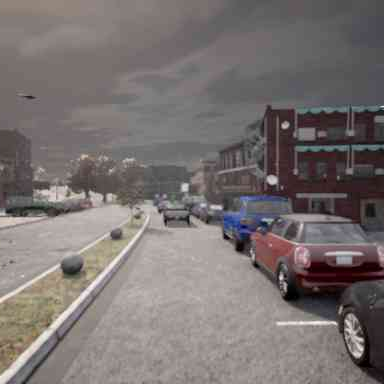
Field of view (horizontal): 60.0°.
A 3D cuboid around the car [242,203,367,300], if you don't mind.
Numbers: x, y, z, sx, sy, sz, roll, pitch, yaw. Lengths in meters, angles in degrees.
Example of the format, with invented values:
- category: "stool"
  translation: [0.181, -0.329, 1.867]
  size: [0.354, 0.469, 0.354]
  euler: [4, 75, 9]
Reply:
- category: "car"
  translation: [2.849, 1.320, 8.476]
  size: [2.185, 1.767, 4.553]
  euler: [0, 0, -2]

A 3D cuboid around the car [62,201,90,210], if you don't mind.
- category: "car"
  translation: [-21.248, 2.443, 60.910]
  size: [4.674, 1.452, 2.002]
  euler: [0, -1, -14]

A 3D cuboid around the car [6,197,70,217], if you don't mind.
- category: "car"
  translation: [-15.914, 1.490, 34.038]
  size: [5.566, 2.045, 2.435]
  euler: [0, -1, -8]

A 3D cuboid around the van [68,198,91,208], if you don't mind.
- category: "van"
  translation: [-23.229, 2.340, 68.757]
  size: [4.442, 1.987, 1.878]
  euler: [0, -1, -15]

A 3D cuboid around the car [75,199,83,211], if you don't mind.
- category: "car"
  translation: [-17.736, 2.016, 44.932]
  size: [4.892, 1.521, 2.231]
  euler: [0, -1, -10]

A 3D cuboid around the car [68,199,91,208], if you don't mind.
- category: "car"
  translation: [-24.098, 2.492, 71.375]
  size: [4.553, 1.767, 2.185]
  euler: [0, -1, -15]

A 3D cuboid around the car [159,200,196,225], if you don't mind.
- category: "car"
  translation: [-1.204, 1.548, 24.607]
  size: [2.128, 1.511, 4.902]
  euler: [0, -1, -5]

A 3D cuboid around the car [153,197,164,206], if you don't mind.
- category: "car"
  translation: [-7.169, 2.160, 72.655]
  size: [2.150, 2.045, 5.566]
  euler: [0, -1, -15]

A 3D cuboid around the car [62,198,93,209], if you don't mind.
- category: "car"
  translation: [-22.639, 2.263, 66.073]
  size: [5.566, 2.045, 2.435]
  euler: [0, -1, -15]

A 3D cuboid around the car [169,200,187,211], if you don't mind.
- category: "car"
  translation: [-2.306, 2.094, 52.483]
  size: [2.097, 1.535, 5.008]
  euler: [0, -1, -11]

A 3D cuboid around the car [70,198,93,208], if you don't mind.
- category: "car"
  translation: [-19.795, 2.277, 55.658]
  size: [5.366, 1.575, 1.946]
  euler: [0, -1, -13]

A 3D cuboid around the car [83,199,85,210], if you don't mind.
- category: "car"
  translation: [-18.288, 2.114, 47.606]
  size: [4.792, 1.488, 2.163]
  euler: [0, -1, -11]

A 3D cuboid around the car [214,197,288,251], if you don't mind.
- category: "car"
  translation: [2.600, 1.201, 14.081]
  size: [2.435, 2.045, 5.566]
  euler: [0, 0, -3]

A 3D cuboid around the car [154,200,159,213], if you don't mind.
- category: "car"
  translation: [-3.346, 1.959, 41.441]
  size: [1.895, 1.301, 4.718]
  euler: [0, -1, -9]

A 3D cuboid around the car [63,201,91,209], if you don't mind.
- category: "car"
  translation: [-21.873, 2.488, 63.450]
  size: [4.792, 1.488, 2.163]
  euler: [0, -1, -14]

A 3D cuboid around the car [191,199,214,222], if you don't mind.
- category: "car"
  translation: [1.131, 1.650, 30.600]
  size: [2.002, 1.452, 4.674]
  euler: [0, -1, -6]

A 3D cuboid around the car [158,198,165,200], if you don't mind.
- category: "car"
  translation: [-4.712, 2.338, 62.991]
  size: [1.882, 1.535, 5.008]
  euler: [0, -1, -13]

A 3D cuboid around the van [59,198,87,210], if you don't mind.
- category: "van"
  translation: [-20.718, 2.118, 58.253]
  size: [4.442, 1.987, 1.878]
  euler: [0, -1, -13]

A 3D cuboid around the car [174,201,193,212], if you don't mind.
- category: "car"
  translation: [-1.279, 1.992, 47.088]
  size: [2.163, 1.488, 4.792]
  euler: [0, -1, -9]

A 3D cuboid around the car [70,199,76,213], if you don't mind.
- category: "car"
  translation: [-16.740, 1.898, 39.434]
  size: [4.792, 1.488, 2.163]
  euler: [0, -1, -9]

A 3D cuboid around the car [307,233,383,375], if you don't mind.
- category: "car"
  translation: [2.997, 1.461, 2.842]
  size: [2.231, 1.521, 4.892]
  euler: [0, 0, 0]

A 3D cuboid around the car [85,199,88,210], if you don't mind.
- category: "car"
  translation: [-18.776, 2.181, 50.291]
  size: [4.792, 1.488, 2.163]
  euler: [0, -1, -11]

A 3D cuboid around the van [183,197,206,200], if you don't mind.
- category: "van"
  translation: [0.437, 1.484, 36.233]
  size: [1.878, 1.987, 4.442]
  euler: [0, -1, -7]
